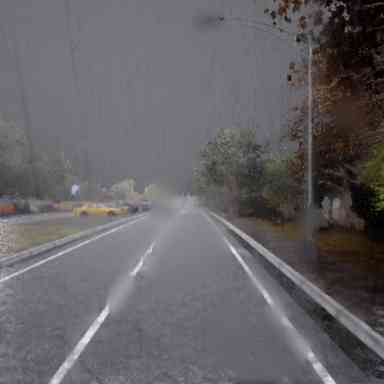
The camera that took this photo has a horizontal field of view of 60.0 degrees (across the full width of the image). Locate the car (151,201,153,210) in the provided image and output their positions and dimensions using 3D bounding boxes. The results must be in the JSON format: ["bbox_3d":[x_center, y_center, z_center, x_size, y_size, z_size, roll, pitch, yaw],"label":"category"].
[{"bbox_3d":[-10.276,2.943,63.967,4.792,1.488,2.163,0,-2,0],"label":"car"}]

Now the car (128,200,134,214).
[{"bbox_3d":[-10.329,2.083,41.779,5.008,1.535,2.097,0,-2,0],"label":"car"}]

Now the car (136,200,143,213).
[{"bbox_3d":[-10.290,2.032,47.333,5.566,2.045,2.435,0,-2,0],"label":"car"}]

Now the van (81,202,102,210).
[{"bbox_3d":[-23.491,3.280,77.984,4.442,1.987,1.878,0,-3,0],"label":"van"}]

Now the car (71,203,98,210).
[{"bbox_3d":[-23.384,3.234,72.457,5.008,1.535,2.097,0,-2,0],"label":"car"}]

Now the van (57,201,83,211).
[{"bbox_3d":[-23.502,2.694,64.162,4.442,1.987,1.878,0,-2,0],"label":"van"}]

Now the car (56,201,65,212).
[{"bbox_3d":[-23.362,2.375,53.085,4.553,1.767,2.185,0,-2,0],"label":"car"}]

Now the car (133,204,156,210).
[{"bbox_3d":[-10.329,3.259,72.297,4.792,1.488,2.163,0,-3,0],"label":"car"}]

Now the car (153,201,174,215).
[{"bbox_3d":[-3.327,2.101,41.058,1.837,1.490,4.892,0,-2,0],"label":"car"}]

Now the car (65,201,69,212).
[{"bbox_3d":[-23.387,2.600,55.724,5.008,1.535,2.097,0,-2,0],"label":"car"}]

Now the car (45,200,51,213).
[{"bbox_3d":[-23.392,2.292,47.543,4.892,1.521,2.231,0,-2,0],"label":"car"}]

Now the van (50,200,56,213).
[{"bbox_3d":[-23.513,2.170,50.321,4.442,1.987,1.878,0,-2,0],"label":"van"}]

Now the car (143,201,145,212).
[{"bbox_3d":[-10.317,2.533,52.871,4.674,1.452,2.002,0,-2,0],"label":"car"}]

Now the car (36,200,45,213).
[{"bbox_3d":[-23.215,2.185,44.778,5.366,1.575,1.946,0,-2,0],"label":"car"}]

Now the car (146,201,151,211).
[{"bbox_3d":[-10.315,2.703,58.421,5.008,1.535,2.097,0,-2,0],"label":"car"}]

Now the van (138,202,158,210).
[{"bbox_3d":[-10.179,3.272,77.830,4.442,1.987,1.878,0,-3,0],"label":"van"}]

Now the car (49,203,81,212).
[{"bbox_3d":[-23.382,2.816,61.386,4.892,1.521,2.231,0,-2,0],"label":"car"}]

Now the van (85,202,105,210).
[{"bbox_3d":[-23.490,3.423,80.625,4.442,1.987,1.878,0,-3,0],"label":"van"}]

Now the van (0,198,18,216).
[{"bbox_3d":[-23.522,1.770,39.129,4.442,1.987,1.878,0,-2,0],"label":"van"}]

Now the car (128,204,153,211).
[{"bbox_3d":[-10.306,3.059,66.742,4.674,1.452,2.002,0,-2,0],"label":"car"}]

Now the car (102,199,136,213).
[{"bbox_3d":[-10.352,2.055,44.559,4.553,1.767,2.185,0,-2,0],"label":"car"}]

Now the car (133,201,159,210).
[{"bbox_3d":[-10.326,3.097,75.059,5.566,2.045,2.435,0,-3,0],"label":"car"}]

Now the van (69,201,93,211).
[{"bbox_3d":[-23.264,2.904,69.698,4.442,1.987,1.878,0,-2,0],"label":"van"}]

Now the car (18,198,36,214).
[{"bbox_3d":[-23.430,1.838,42.020,5.566,2.045,2.435,0,-2,0],"label":"car"}]

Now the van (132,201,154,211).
[{"bbox_3d":[-10.185,2.898,69.526,4.442,1.987,1.878,0,-2,0],"label":"van"}]

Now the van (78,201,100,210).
[{"bbox_3d":[-23.261,3.124,75.085,4.442,1.987,1.878,0,-3,0],"label":"van"}]

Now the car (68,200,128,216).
[{"bbox_3d":[-10.141,1.909,36.241,5.366,1.575,1.946,0,-2,0],"label":"car"}]

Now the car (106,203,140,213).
[{"bbox_3d":[-10.346,2.417,50.098,4.792,1.488,2.163,0,-2,0],"label":"car"}]

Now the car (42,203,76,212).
[{"bbox_3d":[-23.385,2.710,58.617,5.008,1.535,2.097,0,-2,0],"label":"car"}]

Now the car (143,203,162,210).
[{"bbox_3d":[-10.258,3.822,86.141,4.553,1.767,2.185,0,-3,0],"label":"car"}]
